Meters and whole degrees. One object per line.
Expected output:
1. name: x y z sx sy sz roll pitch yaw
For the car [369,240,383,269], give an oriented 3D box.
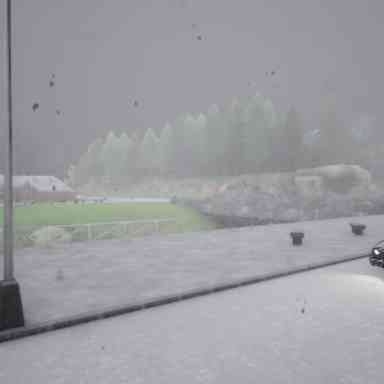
1. car: 7.343 1.477 9.706 5.357 1.411 2.033 0 0 -35
